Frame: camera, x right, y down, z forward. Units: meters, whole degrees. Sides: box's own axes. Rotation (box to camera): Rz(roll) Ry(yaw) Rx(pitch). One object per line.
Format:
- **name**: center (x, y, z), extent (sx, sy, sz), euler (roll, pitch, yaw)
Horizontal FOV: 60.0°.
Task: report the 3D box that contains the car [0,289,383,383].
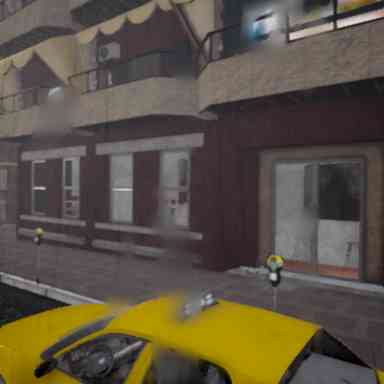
- **car**: center (-0.176, 1.523, 2.836), extent (4.829, 1.417, 1.752), euler (0, 1, 36)
